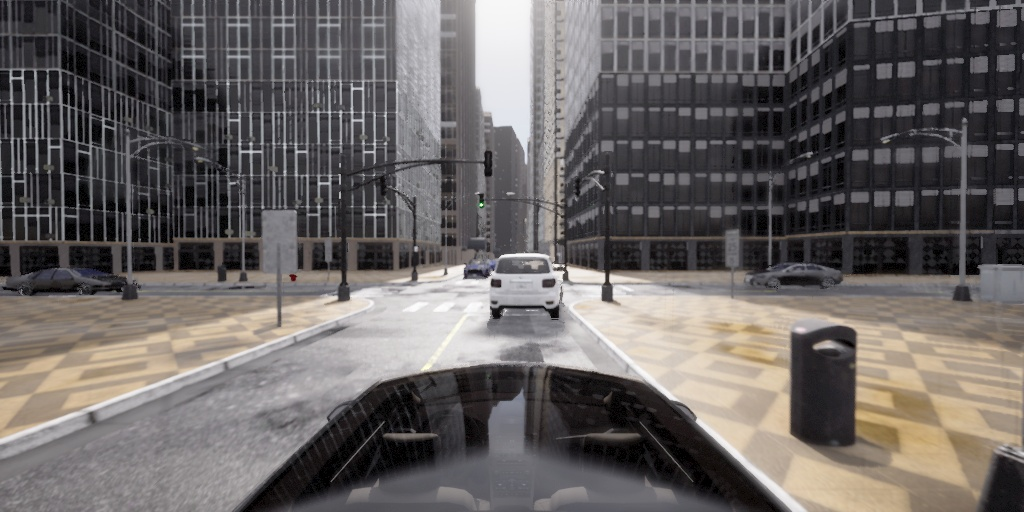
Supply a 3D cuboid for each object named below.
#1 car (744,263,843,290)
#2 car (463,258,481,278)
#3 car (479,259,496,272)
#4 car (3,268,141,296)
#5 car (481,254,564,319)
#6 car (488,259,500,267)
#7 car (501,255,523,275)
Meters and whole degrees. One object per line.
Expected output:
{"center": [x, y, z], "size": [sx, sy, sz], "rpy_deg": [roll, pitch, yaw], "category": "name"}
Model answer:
{"center": [16.447, 1.165, 21.100], "size": [4.902, 1.511, 2.128], "rpy_deg": [0, 1, 4], "category": "car"}
{"center": [-3.187, 1.061, 32.754], "size": [2.097, 1.767, 4.553], "rpy_deg": [0, 0, 0], "category": "car"}
{"center": [-3.221, 1.177, 47.171], "size": [1.882, 1.535, 5.008], "rpy_deg": [0, 1, 0], "category": "car"}
{"center": [-22.803, 1.320, 18.660], "size": [5.357, 1.411, 2.033], "rpy_deg": [0, 1, 0], "category": "car"}
{"center": [0.656, 0.957, 12.942], "size": [2.150, 2.045, 5.566], "rpy_deg": [-1, 0, 8], "category": "car"}
{"center": [-3.209, 1.292, 64.915], "size": [1.895, 1.301, 4.718], "rpy_deg": [0, 0, 0], "category": "car"}
{"center": [-0.011, 0.925, 39.041], "size": [2.150, 2.045, 5.566], "rpy_deg": [0, 0, 0], "category": "car"}
